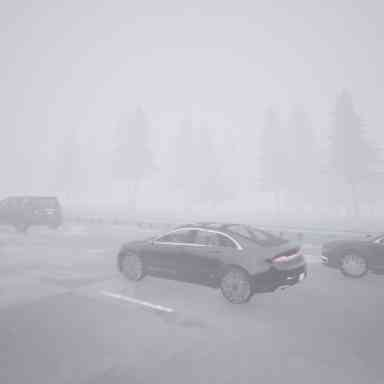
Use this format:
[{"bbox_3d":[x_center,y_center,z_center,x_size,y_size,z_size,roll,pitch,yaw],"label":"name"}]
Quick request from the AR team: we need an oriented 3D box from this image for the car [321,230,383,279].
[{"bbox_3d":[5.864,1.505,8.409,4.892,1.490,1.837,0,0,36],"label":"car"}]

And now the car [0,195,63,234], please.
[{"bbox_3d":[-9.933,1.222,19.585,5.566,2.045,2.150,0,0,34],"label":"car"}]

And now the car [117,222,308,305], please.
[{"bbox_3d":[0.241,1.492,8.120,4.902,1.511,2.128,0,0,36],"label":"car"}]
